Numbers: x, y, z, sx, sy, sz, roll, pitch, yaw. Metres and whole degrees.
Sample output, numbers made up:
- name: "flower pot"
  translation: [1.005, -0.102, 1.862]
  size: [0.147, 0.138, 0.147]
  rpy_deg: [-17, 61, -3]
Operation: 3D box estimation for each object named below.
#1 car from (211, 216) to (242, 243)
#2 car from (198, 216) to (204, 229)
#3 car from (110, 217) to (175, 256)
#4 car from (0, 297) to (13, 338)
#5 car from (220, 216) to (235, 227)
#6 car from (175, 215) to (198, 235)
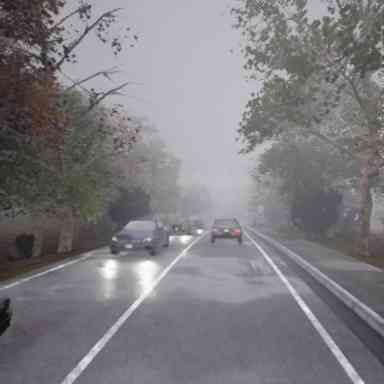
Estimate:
- name: "car"
  translation: [2.128, 2.315, 20.552]
  size: [2.033, 1.411, 5.357]
  rpy_deg: [1, -4, 6]
- name: "car"
  translation: [0.296, 3.400, 37.894]
  size: [1.882, 1.535, 5.008]
  rpy_deg: [1, -4, 7]
- name: "car"
  translation: [-2.164, 1.917, 15.034]
  size: [1.812, 1.442, 4.674]
  rpy_deg: [1, -3, 6]
- name: "car"
  translation: [-3.657, 1.585, 2.376]
  size: [1.895, 1.301, 4.718]
  rpy_deg: [1, -1, 8]
- name: "car"
  translation: [5.250, 4.279, 49.145]
  size: [2.128, 1.511, 4.902]
  rpy_deg: [1, -4, 7]
- name: "car"
  translation: [-0.912, 2.691, 26.642]
  size: [1.994, 1.385, 4.181]
  rpy_deg: [1, -4, 6]
